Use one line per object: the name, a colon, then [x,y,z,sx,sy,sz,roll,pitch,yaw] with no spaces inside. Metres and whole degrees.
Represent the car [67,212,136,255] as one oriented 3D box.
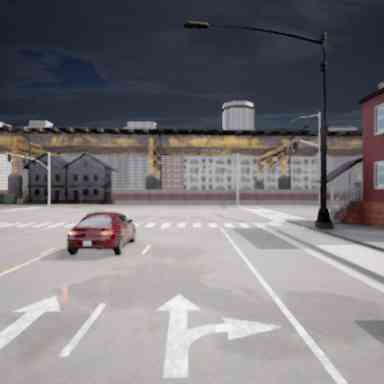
car: [-3.399,1.495,13.094,1.812,1.442,4.674,0,0,0]
